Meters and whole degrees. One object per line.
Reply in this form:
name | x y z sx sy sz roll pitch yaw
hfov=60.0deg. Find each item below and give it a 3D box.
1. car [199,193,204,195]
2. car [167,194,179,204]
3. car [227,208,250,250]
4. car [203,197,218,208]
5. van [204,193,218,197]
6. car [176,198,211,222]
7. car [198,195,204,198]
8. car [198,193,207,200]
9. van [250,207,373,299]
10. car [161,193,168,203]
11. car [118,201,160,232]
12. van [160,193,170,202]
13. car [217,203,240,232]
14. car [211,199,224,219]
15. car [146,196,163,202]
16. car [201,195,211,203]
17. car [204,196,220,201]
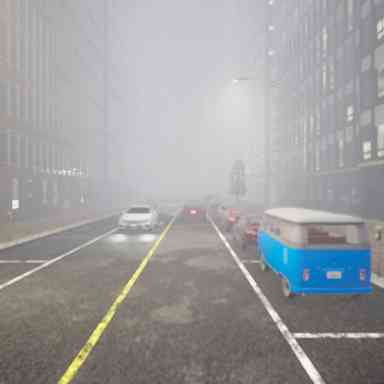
car | 2.681 1.214 53.720 2.192 1.841 5.009 0 0 0
car | -3.051 1.402 60.915 1.812 1.442 4.674 0 0 1
car | 2.687 1.563 13.839 1.802 1.307 4.206 0 0 0
car | 2.681 1.460 48.023 1.887 1.381 4.507 0 0 0
van | 2.682 1.272 42.325 1.690 1.788 3.998 0 0 0
car | 0.095 1.465 26.221 2.163 1.488 4.792 0 0 0
car | 0.092 1.434 42.205 2.163 1.488 4.792 0 0 0
car | 2.676 1.106 87.902 2.192 1.841 5.009 0 0 0
van | 2.687 1.331 8.140 1.690 1.788 3.998 0 0 0
car | -5.702 1.447 65.113 1.802 1.307 4.206 0 0 0
car | -3.103 1.497 19.940 1.812 1.442 4.674 0 0 0
van | -5.703 1.189 70.811 1.690 1.788 3.998 0 0 0
car | 2.685 1.554 19.535 1.802 1.307 4.206 0 0 0
car | 2.684 1.488 25.402 1.752 1.417 4.829 0 0 0
car | -5.699 1.497 48.023 1.802 1.307 4.206 0 0 0
car | 2.679 1.390 65.283 1.752 1.417 4.829 0 0 0
car | 2.683 1.494 36.628 2.008 1.369 4.403 0 0 0
